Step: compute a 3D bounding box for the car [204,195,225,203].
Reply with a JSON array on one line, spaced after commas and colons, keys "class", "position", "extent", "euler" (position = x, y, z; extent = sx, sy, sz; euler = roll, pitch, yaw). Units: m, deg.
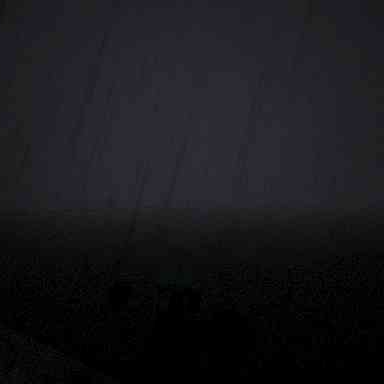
[{"class": "car", "position": [4.739, 1.477, 69.501], "extent": [1.882, 1.535, 5.008], "euler": [0, 0, 35]}]

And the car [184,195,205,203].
[{"class": "car", "position": [0.646, 1.477, 69.755], "extent": [1.882, 1.535, 5.008], "euler": [0, 0, 35]}]

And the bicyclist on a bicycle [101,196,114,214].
[{"class": "bicyclist on a bicycle", "position": [-7.978, 1.156, 31.704], "extent": [1.656, 1.620, 0.582], "euler": [33, 17, 27]}]

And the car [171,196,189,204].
[{"class": "car", "position": [-1.189, 1.478, 61.020], "extent": [1.882, 1.535, 5.008], "euler": [0, 0, 35]}]

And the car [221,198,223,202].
[{"class": "car", "position": [3.156, 1.478, 61.124], "extent": [1.882, 1.535, 5.008], "euler": [0, 0, 35]}]

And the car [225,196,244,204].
[{"class": "car", "position": [8.057, 1.601, 62.204], "extent": [1.895, 1.301, 4.718], "euler": [0, 0, 35]}]

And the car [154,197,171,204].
[{"class": "car", "position": [-5.036, 1.564, 61.624], "extent": [1.994, 1.385, 4.181], "euler": [0, 0, 35]}]

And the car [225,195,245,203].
[{"class": "car", "position": [8.939, 1.490, 69.399], "extent": [2.128, 1.511, 4.902], "euler": [0, 0, 35]}]

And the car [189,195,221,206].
[{"class": "car", "position": [2.089, 1.478, 53.589], "extent": [1.882, 1.535, 5.008], "euler": [0, 0, 35]}]
